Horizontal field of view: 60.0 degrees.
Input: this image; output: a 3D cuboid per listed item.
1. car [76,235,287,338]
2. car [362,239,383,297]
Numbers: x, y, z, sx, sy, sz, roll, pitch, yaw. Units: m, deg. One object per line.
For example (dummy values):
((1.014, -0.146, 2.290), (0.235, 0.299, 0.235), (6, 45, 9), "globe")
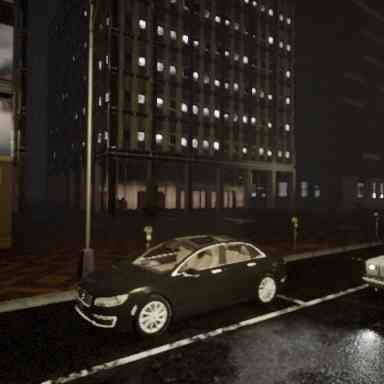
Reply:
((0.021, 1.573, 6.565), (4.403, 1.369, 2.008), (0, 0, -35), "car")
((5.902, 1.656, 7.542), (4.718, 1.301, 1.895), (0, 0, -35), "car")
